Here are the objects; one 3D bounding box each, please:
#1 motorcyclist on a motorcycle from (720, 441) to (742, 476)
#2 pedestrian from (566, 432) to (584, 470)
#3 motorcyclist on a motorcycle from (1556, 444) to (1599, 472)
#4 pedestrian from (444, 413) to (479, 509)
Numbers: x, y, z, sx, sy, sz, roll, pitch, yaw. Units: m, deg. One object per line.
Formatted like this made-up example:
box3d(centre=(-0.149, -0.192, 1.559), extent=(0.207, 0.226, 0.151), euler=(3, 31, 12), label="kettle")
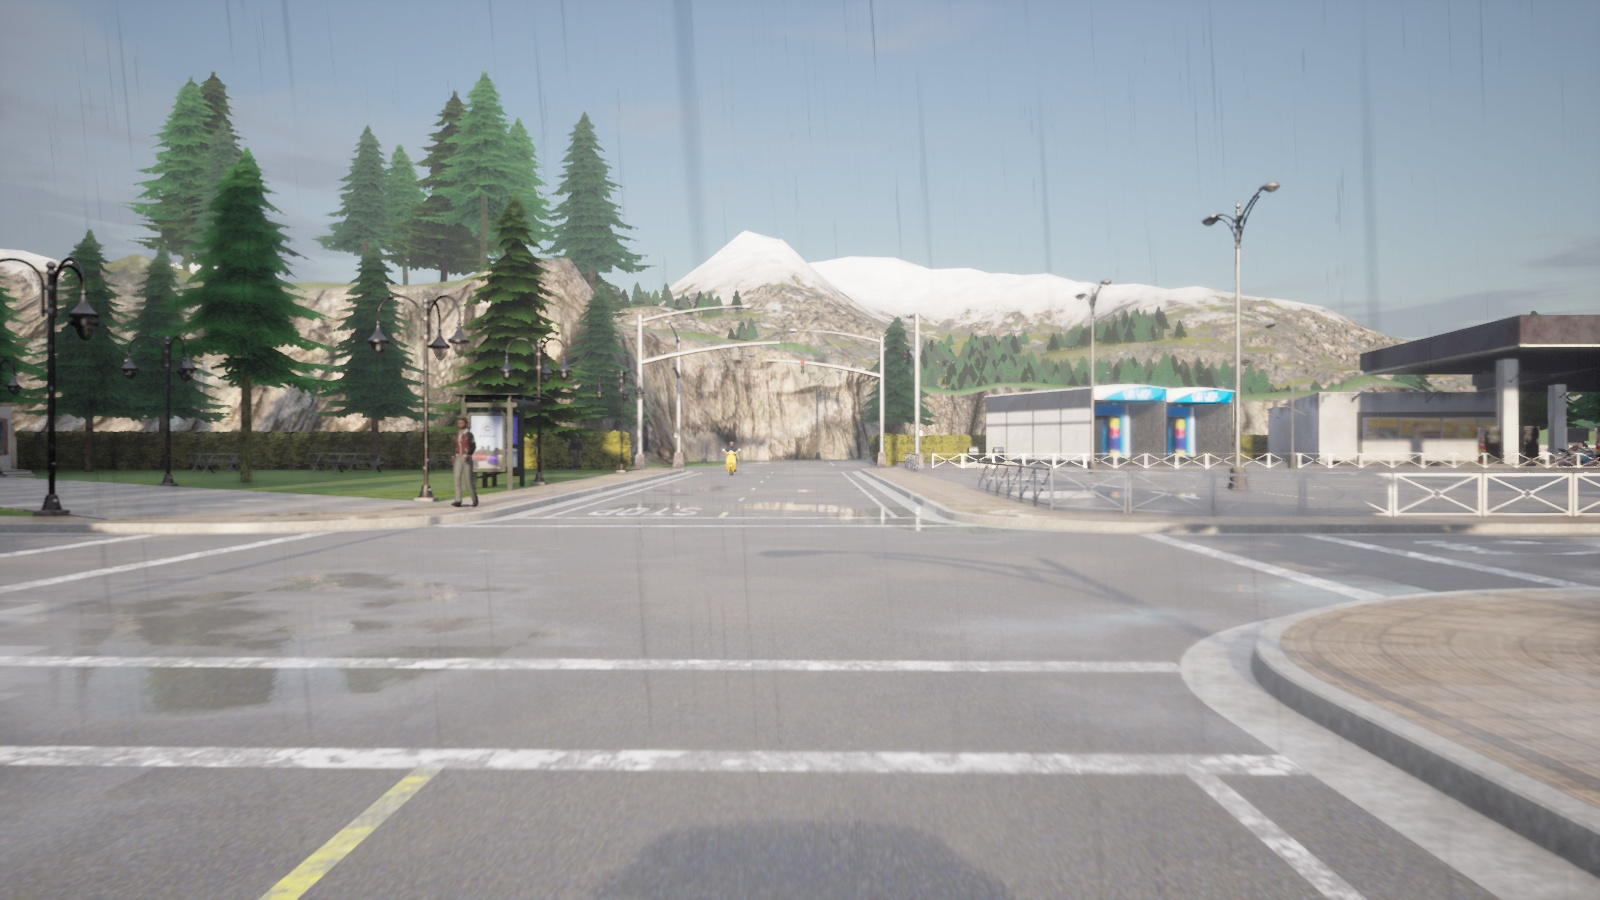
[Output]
box3d(centre=(-3.159, 0.371, 57.705), extent=(0.866, 1.590, 1.817), euler=(0, 0, 0), label="motorcyclist on a motorcycle")
box3d(centre=(-11.291, 0.037, 62.956), extent=(0.563, 1.883, 0.849), euler=(0, 0, -34), label="pedestrian")
box3d(centre=(43.407, 0.422, 69.795), extent=(2.191, 1.530, 0.866), euler=(0, 0, 1), label="motorcyclist on a motorcycle")
box3d(centre=(-6.927, 0.216, 25.706), extent=(0.402, 1.930, 0.666), euler=(0, 0, 16), label="pedestrian")
